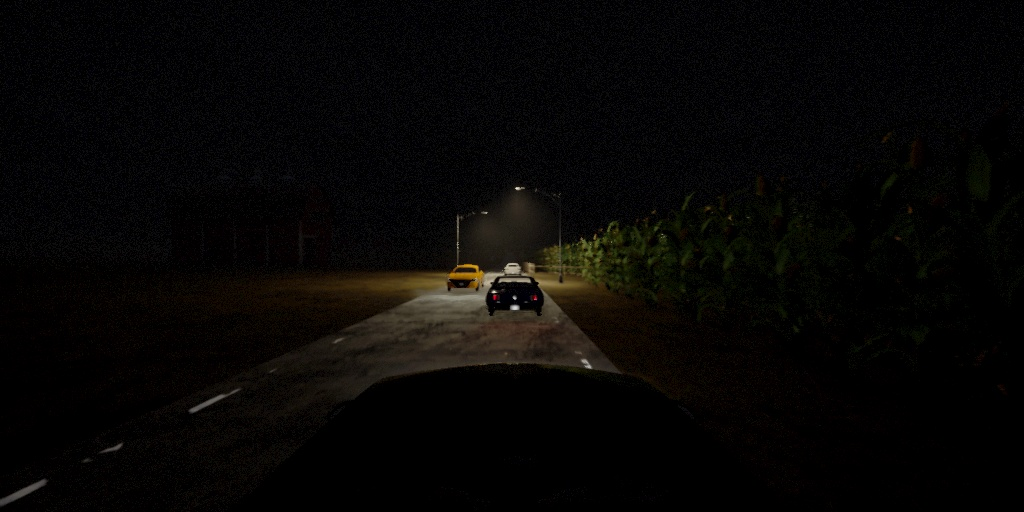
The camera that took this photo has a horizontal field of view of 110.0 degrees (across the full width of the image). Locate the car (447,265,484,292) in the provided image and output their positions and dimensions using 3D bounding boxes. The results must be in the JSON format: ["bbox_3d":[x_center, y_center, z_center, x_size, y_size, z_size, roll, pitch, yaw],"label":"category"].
[{"bbox_3d":[-2.807,1.319,22.474,1.882,1.535,5.008,0,-1,1],"label":"car"}]

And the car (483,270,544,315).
[{"bbox_3d":[0.097,1.381,13.742,1.895,1.301,4.718,0,0,0],"label":"car"}]

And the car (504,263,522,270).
[{"bbox_3d":[0.093,1.528,39.051,1.812,1.442,4.674,0,-1,0],"label":"car"}]
